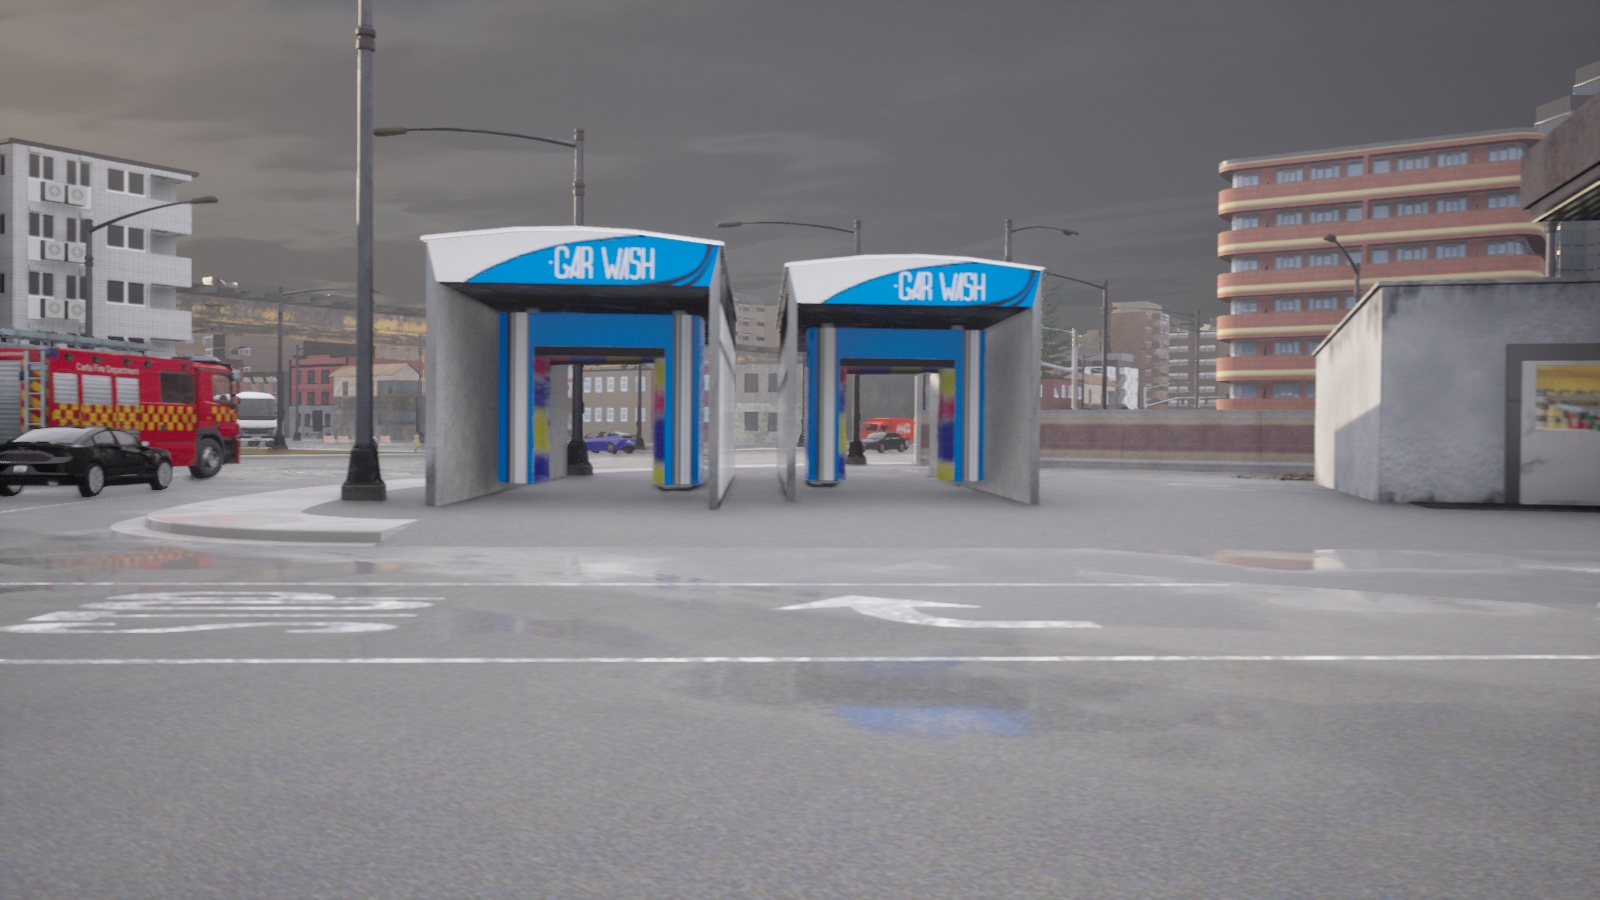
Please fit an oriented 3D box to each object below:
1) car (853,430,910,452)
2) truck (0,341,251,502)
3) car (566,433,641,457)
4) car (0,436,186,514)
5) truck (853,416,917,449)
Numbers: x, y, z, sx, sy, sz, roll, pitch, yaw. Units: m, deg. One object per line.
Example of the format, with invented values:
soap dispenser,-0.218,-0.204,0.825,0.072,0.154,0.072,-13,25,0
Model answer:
car,5.861,-0.673,89.756,1.837,1.490,4.892,0,2,33
truck,-18.633,-0.731,34.200,2.891,3.827,8.468,0,1,6
car,-12.695,-0.312,81.055,4.514,1.525,2.007,0,1,32
car,-15.652,0.473,27.675,1.882,1.535,5.008,-1,1,-1
truck,6.626,-1.364,97.272,2.627,2.467,5.204,0,2,33
